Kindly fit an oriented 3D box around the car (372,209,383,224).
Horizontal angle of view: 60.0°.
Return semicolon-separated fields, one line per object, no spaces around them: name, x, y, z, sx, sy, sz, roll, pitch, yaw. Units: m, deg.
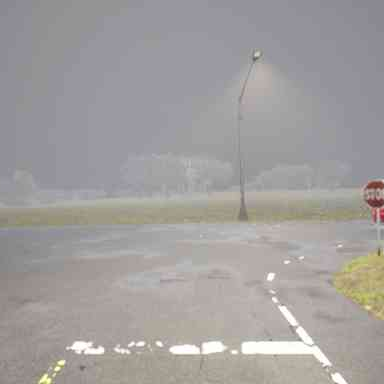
car;11.118;0.732;14.946;5.566;2.045;2.150;-1;-2;-1
